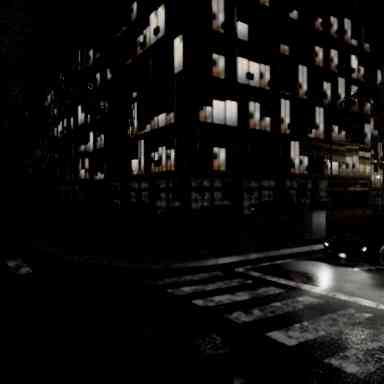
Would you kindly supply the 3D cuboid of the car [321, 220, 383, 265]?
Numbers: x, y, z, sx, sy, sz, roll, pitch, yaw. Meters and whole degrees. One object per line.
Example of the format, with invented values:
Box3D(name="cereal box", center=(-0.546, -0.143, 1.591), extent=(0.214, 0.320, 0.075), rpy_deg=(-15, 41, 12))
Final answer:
Box3D(name="car", center=(7.289, 1.797, 12.868), extent=(5.357, 1.411, 2.033), rpy_deg=(1, -1, -35))
